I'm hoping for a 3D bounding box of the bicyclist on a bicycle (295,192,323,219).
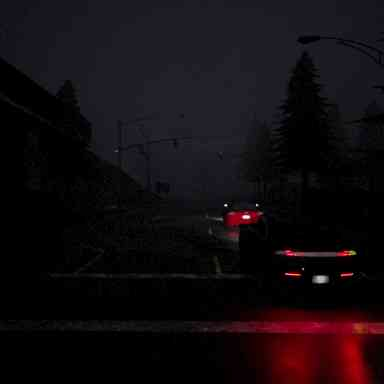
[{"bbox_3d":[6.590,0.852,18.778,1.656,1.620,0.582,0,1,2],"label":"bicyclist on a bicycle"}]

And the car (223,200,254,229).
[{"bbox_3d":[2.739,1.137,18.194,1.994,1.385,4.181,-1,2,3],"label":"car"}]

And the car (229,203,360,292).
[{"bbox_3d":[2.298,1.246,8.248,2.128,1.511,4.902,0,2,1],"label":"car"}]
